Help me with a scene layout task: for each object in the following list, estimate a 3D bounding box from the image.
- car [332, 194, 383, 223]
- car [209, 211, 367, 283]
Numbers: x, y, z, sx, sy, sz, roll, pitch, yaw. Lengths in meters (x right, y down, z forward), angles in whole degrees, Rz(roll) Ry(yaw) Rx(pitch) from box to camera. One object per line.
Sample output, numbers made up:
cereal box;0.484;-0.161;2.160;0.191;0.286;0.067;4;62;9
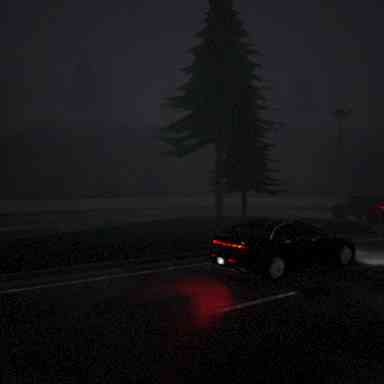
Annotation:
car;13.548;1.215;25.972;2.150;2.045;5.566;1;0;-19
car;2.766;1.494;9.690;4.892;1.490;1.837;0;0;-33
